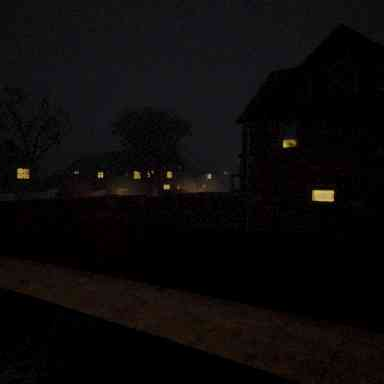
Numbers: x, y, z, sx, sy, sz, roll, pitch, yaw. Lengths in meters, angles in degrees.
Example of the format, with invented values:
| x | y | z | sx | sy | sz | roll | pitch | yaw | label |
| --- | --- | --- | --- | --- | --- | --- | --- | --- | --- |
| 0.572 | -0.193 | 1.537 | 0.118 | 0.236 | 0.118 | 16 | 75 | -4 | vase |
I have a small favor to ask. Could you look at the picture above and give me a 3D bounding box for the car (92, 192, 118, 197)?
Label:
| x | y | z | sx | sy | sz | roll | pitch | yaw | label |
| --- | --- | --- | --- | --- | --- | --- | --- | --- | --- |
| -10.042 | 0.839 | 37.241 | 1.882 | 1.535 | 5.008 | 1 | 2 | 36 | car |
